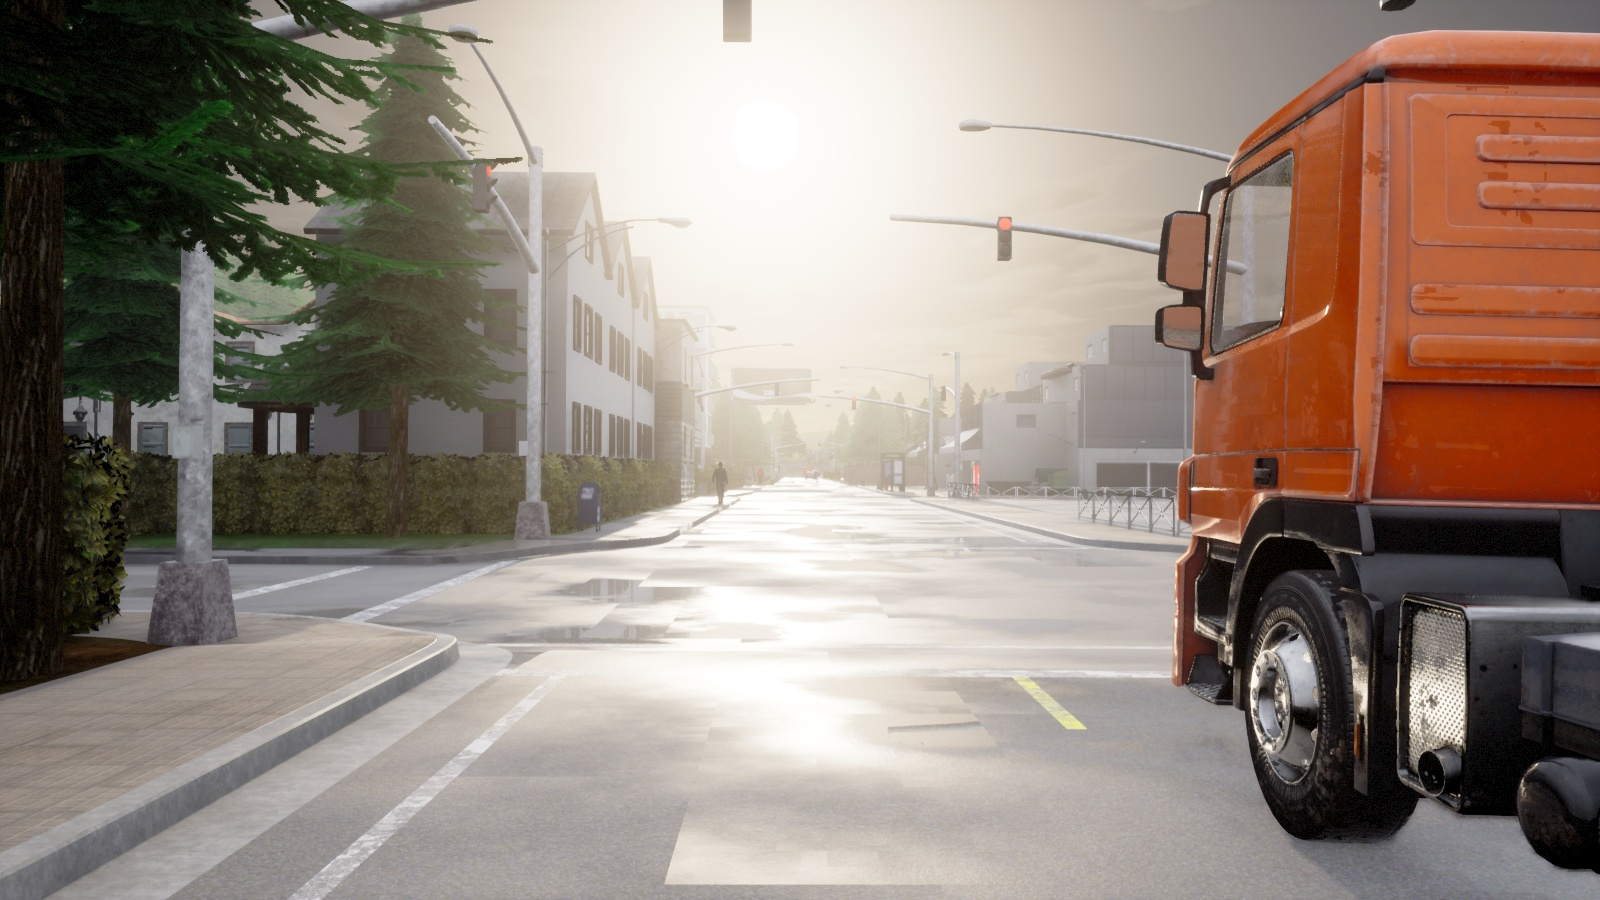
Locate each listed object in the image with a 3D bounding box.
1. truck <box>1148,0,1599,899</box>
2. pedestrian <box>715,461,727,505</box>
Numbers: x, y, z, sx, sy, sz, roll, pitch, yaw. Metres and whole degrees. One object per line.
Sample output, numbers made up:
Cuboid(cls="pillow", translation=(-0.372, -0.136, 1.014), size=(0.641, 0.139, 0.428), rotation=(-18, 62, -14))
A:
Cuboid(cls="truck", translation=(3.468, -0.063, 3.129), size=(2.891, 3.462, 7.936), rotation=(1, 0, 0))
Cuboid(cls="pedestrian", translation=(-3.307, 1.368, 52.673), size=(0.431, 1.840, 0.703), rotation=(0, -1, 0))
